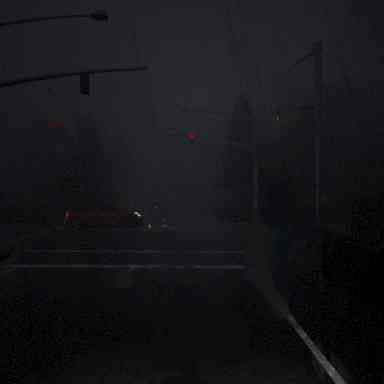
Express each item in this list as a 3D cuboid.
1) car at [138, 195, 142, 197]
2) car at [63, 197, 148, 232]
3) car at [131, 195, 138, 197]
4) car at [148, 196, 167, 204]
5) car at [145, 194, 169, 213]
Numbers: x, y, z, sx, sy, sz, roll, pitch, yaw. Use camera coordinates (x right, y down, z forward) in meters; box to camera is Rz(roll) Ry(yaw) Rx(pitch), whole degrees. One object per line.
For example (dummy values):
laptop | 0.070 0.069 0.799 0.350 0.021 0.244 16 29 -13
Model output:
car | -7.421 1.505 57.082 1.837 1.490 4.892 0 0 -21
car | -5.271 1.351 19.959 4.553 1.767 2.097 0 0 -19
car | -12.428 1.433 73.166 5.008 1.535 1.882 0 0 42
car | -6.724 1.547 64.768 2.033 1.411 5.357 0 0 -26
car | -3.753 1.221 37.172 2.150 2.045 5.566 0 0 -2
